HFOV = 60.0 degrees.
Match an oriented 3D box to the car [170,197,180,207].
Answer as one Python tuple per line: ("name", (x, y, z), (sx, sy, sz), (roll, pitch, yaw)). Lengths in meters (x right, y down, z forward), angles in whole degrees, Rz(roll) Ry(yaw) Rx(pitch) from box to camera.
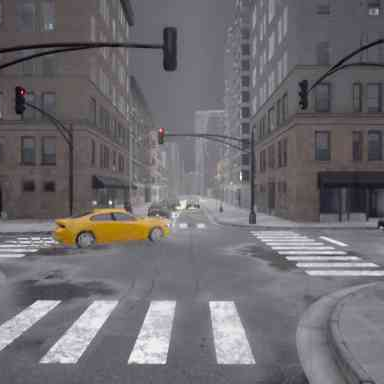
("car", (-2.819, 1.519, 40.165), (1.837, 1.490, 4.892), (0, 0, 0))

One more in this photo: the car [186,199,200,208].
("car", (0.131, 1.625, 47.875), (1.895, 1.301, 4.718), (0, 0, 0))

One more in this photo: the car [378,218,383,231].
("car", (12.378, 1.562, 17.904), (4.313, 1.339, 1.947), (0, 0, 0))

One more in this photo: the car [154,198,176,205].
("car", (-2.831, 1.553, 30.010), (2.033, 1.411, 5.357), (0, 0, 0))

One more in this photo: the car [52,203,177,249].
("car", (-3.428, 1.478, 14.604), (5.008, 1.535, 1.882), (0, 1, -31))
